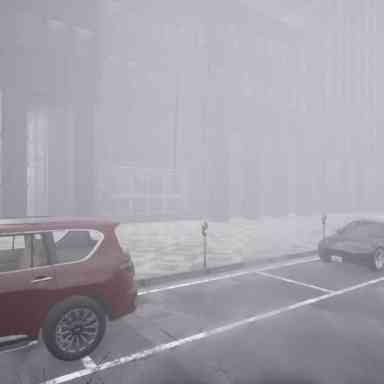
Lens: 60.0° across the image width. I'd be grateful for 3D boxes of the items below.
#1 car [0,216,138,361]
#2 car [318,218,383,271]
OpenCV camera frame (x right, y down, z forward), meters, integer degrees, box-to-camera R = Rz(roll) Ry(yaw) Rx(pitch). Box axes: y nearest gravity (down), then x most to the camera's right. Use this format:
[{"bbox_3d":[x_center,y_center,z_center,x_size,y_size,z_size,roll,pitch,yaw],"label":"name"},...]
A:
[{"bbox_3d":[-3.160,1.315,4.395,5.009,1.841,2.192,0,0,-36],"label":"car"},{"bbox_3d":[5.971,1.567,10.912,4.313,1.339,1.947,0,0,-36],"label":"car"}]
